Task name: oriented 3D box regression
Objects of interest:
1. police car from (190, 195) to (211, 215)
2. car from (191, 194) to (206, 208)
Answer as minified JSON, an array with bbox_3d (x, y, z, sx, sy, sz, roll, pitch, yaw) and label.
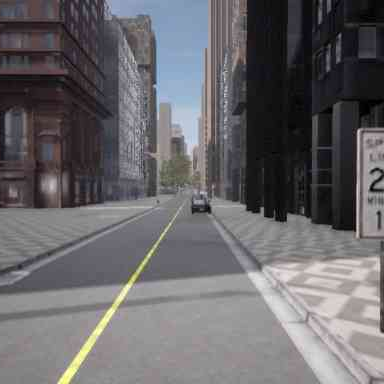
[{"bbox_3d":[0.901,1.424,33.923,1.930,1.638,5.238,0,0,0],"label":"police car"},{"bbox_3d":[0.899,1.299,49.843,2.150,2.045,5.566,0,0,0],"label":"car"}]
